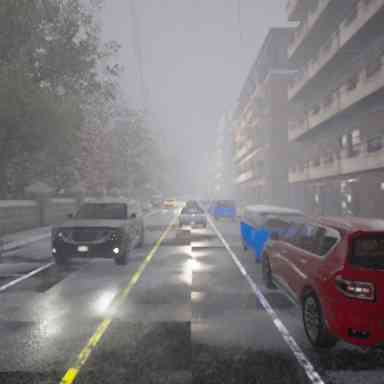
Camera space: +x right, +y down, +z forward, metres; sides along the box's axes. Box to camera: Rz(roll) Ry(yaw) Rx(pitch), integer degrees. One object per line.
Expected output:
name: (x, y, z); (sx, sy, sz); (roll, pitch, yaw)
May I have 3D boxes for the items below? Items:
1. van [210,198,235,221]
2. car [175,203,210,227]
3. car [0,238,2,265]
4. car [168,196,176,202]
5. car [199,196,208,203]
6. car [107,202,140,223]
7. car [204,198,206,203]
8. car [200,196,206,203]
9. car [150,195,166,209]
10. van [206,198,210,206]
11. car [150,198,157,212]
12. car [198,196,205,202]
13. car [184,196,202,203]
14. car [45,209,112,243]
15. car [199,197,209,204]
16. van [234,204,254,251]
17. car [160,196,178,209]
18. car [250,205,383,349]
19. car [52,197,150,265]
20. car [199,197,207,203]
van: (2.688, 1.467, 28.338); (1.690, 1.788, 3.998); (1, 0, 0)
car: (0.052, 1.706, 23.608); (1.895, 1.301, 4.718); (0, 0, 0)
car: (-5.676, 1.345, 6.238); (2.192, 1.841, 5.009); (1, 0, 0)
car: (-5.739, 1.966, 94.612); (1.887, 1.381, 4.507); (1, 0, 0)
car: (2.654, 1.786, 78.047); (1.967, 1.590, 4.097); (1, 0, 0)
car: (-5.695, 1.652, 28.162); (1.752, 1.417, 4.829); (1, 0, 0)
car: (2.678, 1.701, 39.553); (1.752, 1.417, 4.829); (1, 0, 0)
car: (2.662, 1.838, 61.476); (1.947, 1.339, 4.313); (1, 0, 0)
car: (-5.705, 1.540, 50.426); (2.192, 1.841, 5.009); (1, 0, 0)
van: (2.685, 1.491, 33.861); (1.690, 1.788, 3.998); (1, 0, 0)
car: (-5.703, 1.727, 39.378); (2.008, 1.369, 4.403); (1, 0, 0)
car: (2.643, 1.860, 94.618); (1.967, 1.590, 4.097); (1, 0, 0)
car: (0.060, 1.704, 44.410); (1.837, 1.490, 4.892); (0, 0, 0)
car: (-5.688, 1.644, 17.285); (1.947, 1.339, 4.313); (1, 0, 0)
car: (2.655, 1.887, 72.524); (1.947, 1.339, 4.313); (1, 0, 0)
van: (2.700, 1.394, 11.766); (1.690, 1.788, 3.998); (1, 0, 0)
car: (-3.102, 1.693, 48.431); (1.882, 1.535, 5.008); (0, -1, 0)
car: (2.703, 1.343, 6.243); (2.192, 1.841, 5.009); (1, 0, 0)
car: (-3.093, 1.277, 12.253); (2.150, 2.045, 5.566); (0, 0, 0)
car: (2.648, 1.915, 83.569); (1.887, 1.381, 4.507); (1, 0, 0)
